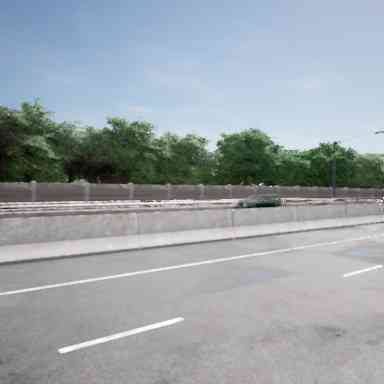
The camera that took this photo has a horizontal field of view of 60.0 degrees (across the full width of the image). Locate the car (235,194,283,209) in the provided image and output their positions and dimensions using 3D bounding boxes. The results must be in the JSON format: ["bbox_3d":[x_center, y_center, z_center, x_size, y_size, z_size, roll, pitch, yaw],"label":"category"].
[{"bbox_3d":[7.079,1.233,34.713,5.566,2.045,2.150,0,0,-35],"label":"car"}]
